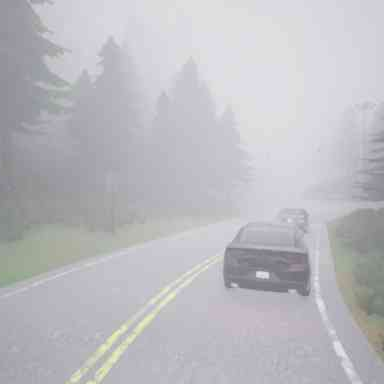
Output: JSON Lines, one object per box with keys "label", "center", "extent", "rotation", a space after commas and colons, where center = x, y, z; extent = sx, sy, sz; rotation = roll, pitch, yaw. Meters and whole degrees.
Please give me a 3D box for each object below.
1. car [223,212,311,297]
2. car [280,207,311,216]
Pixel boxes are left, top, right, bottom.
{"label": "car", "center": [2.126, 1.530, 8.996], "extent": [1.882, 1.535, 5.008], "rotation": [1, 0, 17]}
{"label": "car", "center": [6.324, 1.646, 20.712], "extent": [2.033, 1.411, 5.357], "rotation": [2, 0, 22]}
